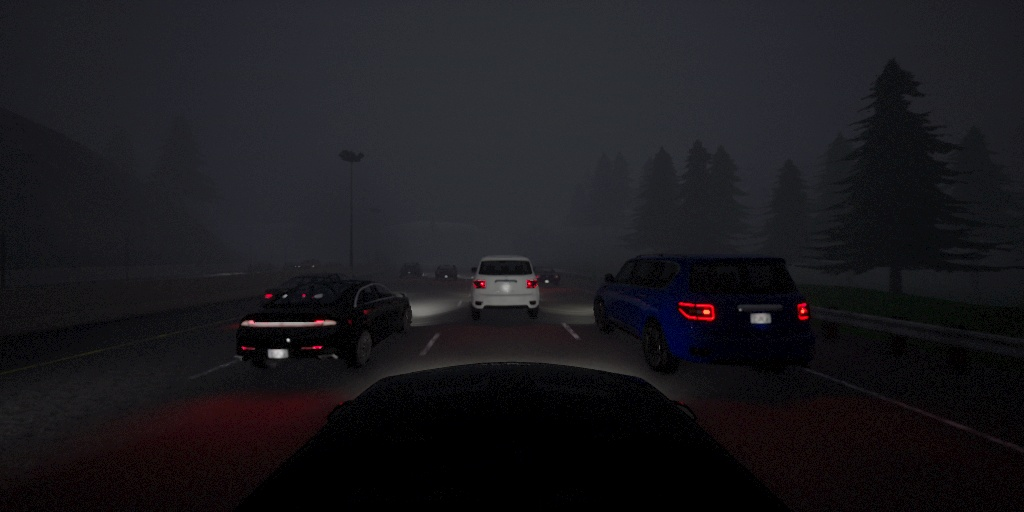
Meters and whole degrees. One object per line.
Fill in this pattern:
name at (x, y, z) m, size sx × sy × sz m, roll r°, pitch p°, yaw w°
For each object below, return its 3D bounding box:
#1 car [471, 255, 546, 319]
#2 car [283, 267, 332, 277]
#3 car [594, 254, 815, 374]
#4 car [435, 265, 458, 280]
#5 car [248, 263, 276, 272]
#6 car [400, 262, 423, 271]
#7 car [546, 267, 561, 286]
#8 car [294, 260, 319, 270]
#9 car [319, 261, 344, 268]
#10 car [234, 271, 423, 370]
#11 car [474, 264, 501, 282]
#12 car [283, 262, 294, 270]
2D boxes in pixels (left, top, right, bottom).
car at (-0.322, 1.003, 13.183) m, size 2.150 × 2.045 × 5.566 m, roll 0°, pitch 0°, yaw -3°
car at (-7.363, 1.346, 14.004) m, size 2.033 × 1.411 × 5.357 m, roll 0°, pitch 0°, yaw -4°
car at (3.428, 0.980, 7.736) m, size 2.150 × 2.045 × 5.566 m, roll 0°, pitch 0°, yaw -2°
car at (-5.867, 1.446, 32.335) m, size 1.895 × 1.301 × 4.718 m, roll 0°, pitch 0°, yaw -9°
car at (-34.761, 1.556, 49.803) m, size 1.895 × 1.301 × 4.718 m, roll 0°, pitch 0°, yaw -15°
car at (-10.024, 1.356, 35.931) m, size 2.128 × 1.511 × 4.902 m, roll 0°, pitch 0°, yaw -10°
car at (2.061, 1.412, 25.972) m, size 1.895 × 1.301 × 4.718 m, roll 0°, pitch 0°, yaw -7°
car at (-27.179, 1.287, 48.417) m, size 2.097 × 1.767 × 4.553 m, roll 0°, pitch 0°, yaw -14°
car at (-23.155, 1.486, 46.726) m, size 1.994 × 1.385 × 4.181 m, roll 0°, pitch 0°, yaw -13°
car at (-3.595, 1.266, 7.838) m, size 2.128 × 1.511 × 4.902 m, roll 0°, pitch 0°, yaw -2°
car at (-2.176, 1.398, 31.138) m, size 1.994 × 1.385 × 4.181 m, roll 0°, pitch 0°, yaw -8°
car at (-31.906, 1.557, 52.640) m, size 1.895 × 1.301 × 4.718 m, roll 0°, pitch 0°, yaw -15°
